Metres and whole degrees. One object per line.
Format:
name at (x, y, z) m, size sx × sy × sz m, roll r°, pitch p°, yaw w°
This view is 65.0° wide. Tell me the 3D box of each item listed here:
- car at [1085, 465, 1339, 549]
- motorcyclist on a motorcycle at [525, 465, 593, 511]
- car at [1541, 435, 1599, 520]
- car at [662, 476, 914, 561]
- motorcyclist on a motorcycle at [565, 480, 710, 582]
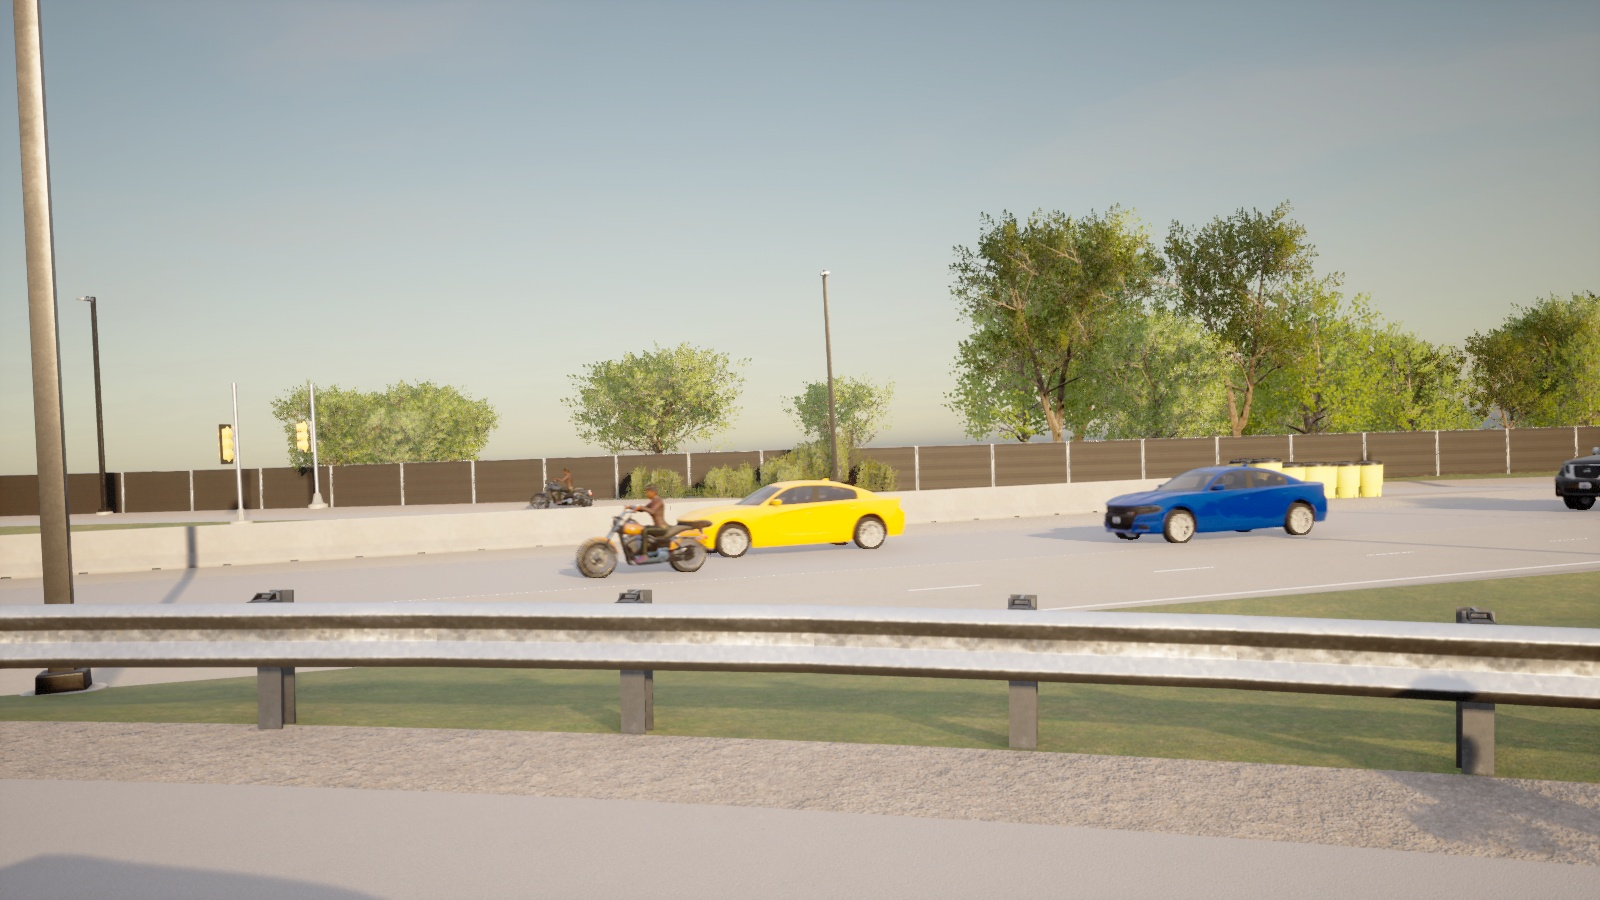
car at (8.722, 1.159, 26.568) m, size 5.008 × 1.535 × 1.882 m, roll -1°, pitch -1°, yaw -21°
motorcyclist on a motorcycle at (-9.004, 1.424, 46.992) m, size 2.350 × 1.649 × 0.766 m, roll -1°, pitch 0°, yaw 5°
car at (21.669, 0.600, 31.633) m, size 5.566 × 2.045 × 2.150 m, roll -1°, pitch -1°, yaw -21°
car at (-0.251, 1.404, 26.818) m, size 5.008 × 1.535 × 1.882 m, roll -1°, pitch -1°, yaw -21°
motorcyclist on a motorcycle at (-2.850, 1.397, 22.046) m, size 2.350 × 1.649 × 0.766 m, roll -1°, pitch -1°, yaw -21°
